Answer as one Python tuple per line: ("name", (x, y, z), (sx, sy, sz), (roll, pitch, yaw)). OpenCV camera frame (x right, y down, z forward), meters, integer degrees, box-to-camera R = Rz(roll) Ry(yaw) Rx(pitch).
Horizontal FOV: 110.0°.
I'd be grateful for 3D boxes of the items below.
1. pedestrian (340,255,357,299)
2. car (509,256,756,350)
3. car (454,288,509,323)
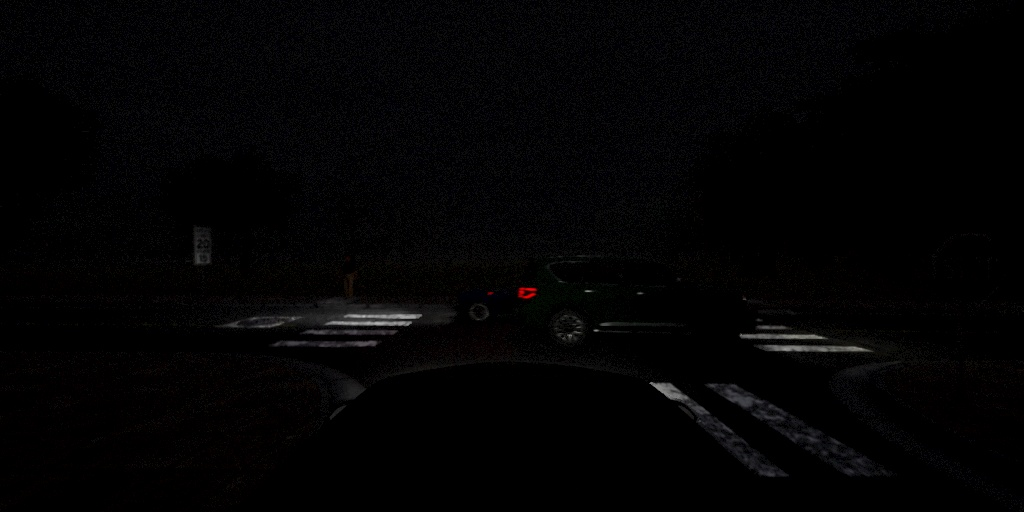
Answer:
("pedestrian", (-6.767, 0.838, 14.754), (0.375, 1.860, 0.375), (0, 1, 0))
("car", (2.787, 1.025, 8.862), (5.566, 2.045, 2.150), (0, 0, 0))
("car", (0.533, 1.388, 11.813), (4.718, 1.301, 1.895), (0, 0, 0))
